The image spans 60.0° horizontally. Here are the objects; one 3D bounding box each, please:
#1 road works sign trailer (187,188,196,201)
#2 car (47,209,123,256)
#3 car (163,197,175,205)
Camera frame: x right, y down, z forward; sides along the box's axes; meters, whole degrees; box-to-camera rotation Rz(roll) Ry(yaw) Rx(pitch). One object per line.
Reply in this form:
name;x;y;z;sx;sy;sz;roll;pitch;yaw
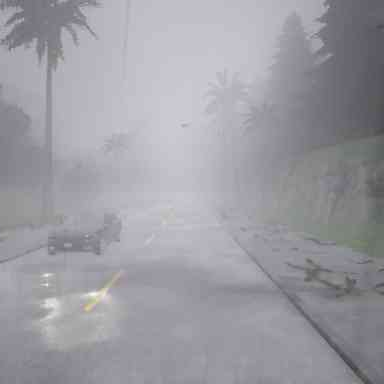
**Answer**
road works sign trailer;-0.110;0.593;90.259;2.380;3.560;2.880;0;0;0
car;-4.106;1.496;13.493;1.882;1.535;5.008;0;0;0
car;-4.081;1.633;59.991;2.033;1.411;5.357;0;0;1
